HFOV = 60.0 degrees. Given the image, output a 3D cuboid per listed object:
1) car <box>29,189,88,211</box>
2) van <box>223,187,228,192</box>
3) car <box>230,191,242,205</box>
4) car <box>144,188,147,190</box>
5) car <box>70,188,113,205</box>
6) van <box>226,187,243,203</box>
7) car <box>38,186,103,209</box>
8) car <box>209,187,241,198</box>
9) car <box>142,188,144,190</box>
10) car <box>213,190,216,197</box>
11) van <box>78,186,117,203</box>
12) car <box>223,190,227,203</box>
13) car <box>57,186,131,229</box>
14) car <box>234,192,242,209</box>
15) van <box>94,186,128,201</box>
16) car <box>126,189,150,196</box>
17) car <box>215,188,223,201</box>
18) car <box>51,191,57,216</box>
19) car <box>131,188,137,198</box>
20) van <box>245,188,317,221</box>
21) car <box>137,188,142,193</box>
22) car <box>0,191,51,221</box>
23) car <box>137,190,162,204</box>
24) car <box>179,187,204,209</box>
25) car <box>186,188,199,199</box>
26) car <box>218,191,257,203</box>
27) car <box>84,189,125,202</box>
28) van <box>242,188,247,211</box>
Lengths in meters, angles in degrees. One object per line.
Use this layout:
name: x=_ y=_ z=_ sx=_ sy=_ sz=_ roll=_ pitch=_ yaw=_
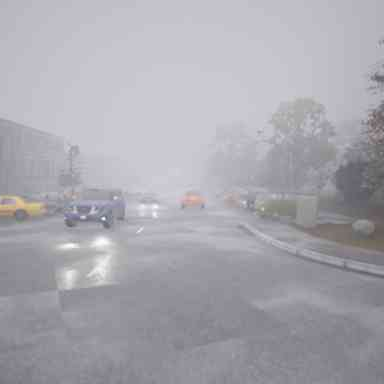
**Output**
car: x=-11.461 y=0.606 z=28.759 sx=4.553 sy=1.767 sz=2.185 roll=0 pitch=1 yaw=-20
van: x=6.502 y=0.532 z=40.479 sx=4.442 sy=1.987 sz=1.878 roll=1 pitch=1 yaw=-20
car: x=6.387 y=0.963 z=31.608 sx=4.674 sy=1.452 sz=2.002 roll=1 pitch=1 yaw=-20
car: x=-11.431 y=0.161 z=61.033 sx=4.892 sy=1.521 sz=2.231 roll=0 pitch=1 yaw=-20
car: x=-11.396 y=0.435 z=37.567 sx=4.553 sy=1.767 sz=2.185 roll=0 pitch=1 yaw=-20
van: x=6.284 y=0.638 z=34.503 sx=4.442 sy=1.987 sz=1.878 roll=1 pitch=1 yaw=-20
car: x=-11.453 y=0.423 z=31.679 sx=5.566 sy=2.045 sz=2.435 roll=0 pitch=1 yaw=-20
car: x=6.374 y=0.106 z=63.974 sx=5.566 sy=2.045 sz=2.435 roll=1 pitch=1 yaw=-20
car: x=-11.394 y=0.236 z=58.108 sx=4.792 sy=1.488 sz=2.163 roll=0 pitch=1 yaw=-20
car: x=6.417 y=0.580 z=52.227 sx=4.792 sy=1.488 sz=2.163 roll=1 pitch=1 yaw=-20
van: x=-11.533 y=0.282 z=40.447 sx=4.442 sy=1.987 sz=1.878 roll=0 pitch=1 yaw=-20
car: x=6.382 y=0.848 z=37.501 sx=4.674 sy=1.452 sz=2.002 roll=1 pitch=1 yaw=-20
car: x=-5.111 y=0.771 z=18.380 sx=2.150 sy=2.045 sz=5.566 roll=1 pitch=1 yaw=0
car: x=6.389 y=1.021 z=28.663 sx=4.674 sy=1.452 sz=2.002 roll=1 pitch=1 yaw=-20
van: x=-11.316 y=0.176 z=46.402 sx=4.442 sy=1.987 sz=1.878 roll=0 pitch=1 yaw=-20
car: x=-11.422 y=0.057 z=69.831 sx=4.674 sy=1.452 sz=2.002 roll=0 pitch=1 yaw=-20
car: x=6.214 y=0.695 z=43.318 sx=5.366 sy=1.575 sz=1.946 roll=1 pitch=1 yaw=-20
car: x=-11.397 y=0.882 z=22.906 sx=4.792 sy=1.488 sz=2.163 roll=0 pitch=1 yaw=-20
car: x=-11.453 y=0.178 z=52.219 sx=4.553 sy=1.767 sz=2.185 roll=0 pitch=1 yaw=-20
van: x=6.280 y=0.875 z=22.729 sx=4.442 sy=1.987 sz=1.878 roll=1 pitch=2 yaw=-20
car: x=-11.428 y=0.256 z=55.161 sx=4.892 sy=1.521 sz=2.231 roll=0 pitch=1 yaw=-20
car: x=-11.604 y=0.912 z=19.901 sx=5.366 sy=1.575 sz=1.946 roll=0 pitch=2 yaw=-20
car: x=-5.085 y=0.707 z=40.694 sx=1.895 sy=1.301 sz=4.718 roll=1 pitch=1 yaw=0
car: x=0.090 y=0.669 z=33.290 sx=2.097 sy=1.767 sz=4.553 roll=1 pitch=1 yaw=0
car: x=0.054 y=0.244 z=57.279 sx=2.097 sy=1.767 sz=4.553 roll=1 pitch=1 yaw=0
car: x=6.381 y=0.650 z=46.328 sx=4.892 sy=1.521 sz=2.231 roll=1 pitch=1 yaw=-20
car: x=-11.418 y=0.454 z=43.428 sx=5.008 sy=1.535 sz=2.097 roll=0 pitch=1 yaw=-20
van: x=6.497 y=0.818 z=25.762 sx=4.442 sy=1.987 sz=1.878 roll=1 pitch=1 yaw=-20
